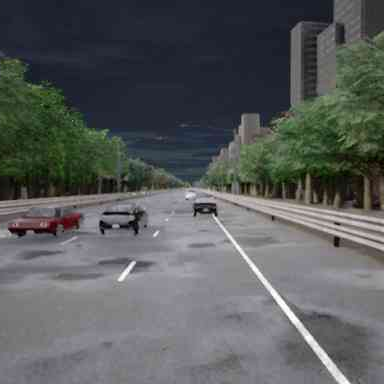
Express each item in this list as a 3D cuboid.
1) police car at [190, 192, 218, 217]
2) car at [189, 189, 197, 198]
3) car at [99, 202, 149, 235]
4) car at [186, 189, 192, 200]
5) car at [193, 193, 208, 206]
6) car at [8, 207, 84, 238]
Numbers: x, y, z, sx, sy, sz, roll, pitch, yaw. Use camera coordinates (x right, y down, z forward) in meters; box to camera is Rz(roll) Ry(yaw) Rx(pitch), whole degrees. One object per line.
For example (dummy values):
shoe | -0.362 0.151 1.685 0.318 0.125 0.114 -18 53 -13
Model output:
police car | 1.044 1.100 27.513 1.930 1.638 5.238 0 1 0
car | 1.040 0.910 37.372 2.097 1.767 4.553 0 1 0
car | -3.405 1.287 17.275 2.128 1.511 4.902 0 1 0
car | -0.014 0.490 62.357 2.150 2.045 5.566 0 1 0
car | 1.040 0.966 43.402 1.882 1.535 5.008 0 1 0
car | -6.904 1.406 16.428 1.895 1.301 4.718 0 1 0
